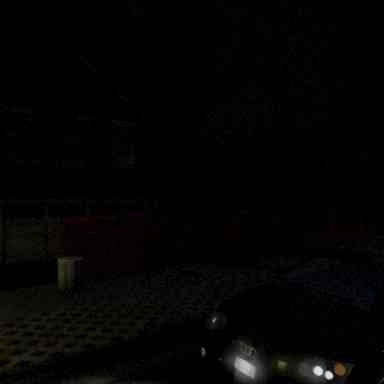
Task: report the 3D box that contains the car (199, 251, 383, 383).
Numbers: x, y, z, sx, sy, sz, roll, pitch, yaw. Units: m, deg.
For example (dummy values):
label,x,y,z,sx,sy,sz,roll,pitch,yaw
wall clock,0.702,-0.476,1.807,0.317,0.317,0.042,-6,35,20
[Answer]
label,x,y,z,sx,sy,sz,roll,pitch,yaw
car,2.152,1.567,4.477,4.181,1.385,1.994,0,0,-35
